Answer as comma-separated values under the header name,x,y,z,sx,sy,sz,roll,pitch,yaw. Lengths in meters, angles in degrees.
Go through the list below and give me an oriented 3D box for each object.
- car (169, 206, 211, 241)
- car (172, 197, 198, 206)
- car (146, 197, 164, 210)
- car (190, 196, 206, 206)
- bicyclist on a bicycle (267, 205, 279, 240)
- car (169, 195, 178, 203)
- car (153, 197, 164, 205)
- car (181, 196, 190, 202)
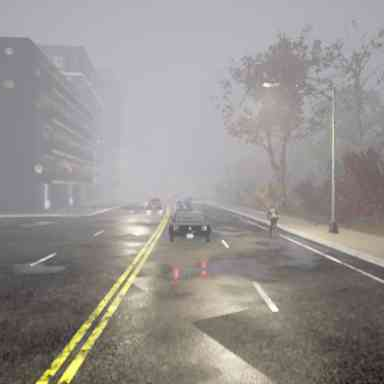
name,x,y,z,sx,sy,sz,roll,pitch,yaw
car,-0.142,1.623,16.703,1.895,1.301,4.718,0,0,-1
car,-0.862,1.592,35.096,2.033,1.411,5.357,0,0,-3
car,-4.762,1.581,42.913,1.812,1.442,4.674,0,0,-4
car,1.084,1.659,54.848,1.895,1.301,4.718,0,0,-5
bicyclist on a bicycle,3.914,1.472,16.118,0.582,1.620,1.656,0,0,-1
car,-3.782,1.428,71.238,2.097,1.767,4.553,0,0,-6
car,-6.040,1.595,60.304,1.812,1.442,4.674,0,0,-4
car,-1.670,1.669,81.564,1.895,1.301,4.718,0,0,-7
